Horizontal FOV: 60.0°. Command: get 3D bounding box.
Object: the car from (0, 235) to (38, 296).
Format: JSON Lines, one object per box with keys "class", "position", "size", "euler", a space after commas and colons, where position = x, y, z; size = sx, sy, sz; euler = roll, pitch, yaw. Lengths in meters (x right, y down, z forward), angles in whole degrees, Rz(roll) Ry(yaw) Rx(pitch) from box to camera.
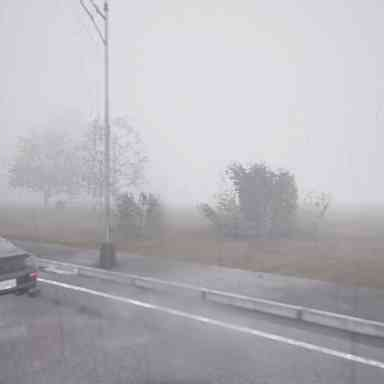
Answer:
{"class": "car", "position": [-5.301, 1.520, 7.309], "size": [4.674, 1.442, 1.812], "euler": [0, 0, 33]}
